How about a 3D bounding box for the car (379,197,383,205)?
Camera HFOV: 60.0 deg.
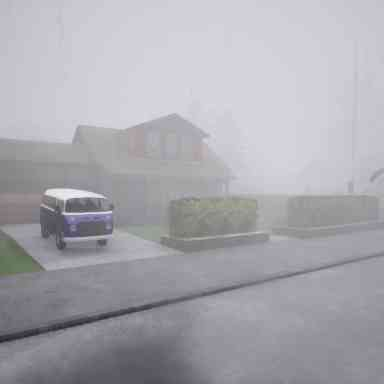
[{"bbox_3d":[24.718,0.985,41.453,3.866,1.878,1.905,0,0,0],"label":"car"}]
